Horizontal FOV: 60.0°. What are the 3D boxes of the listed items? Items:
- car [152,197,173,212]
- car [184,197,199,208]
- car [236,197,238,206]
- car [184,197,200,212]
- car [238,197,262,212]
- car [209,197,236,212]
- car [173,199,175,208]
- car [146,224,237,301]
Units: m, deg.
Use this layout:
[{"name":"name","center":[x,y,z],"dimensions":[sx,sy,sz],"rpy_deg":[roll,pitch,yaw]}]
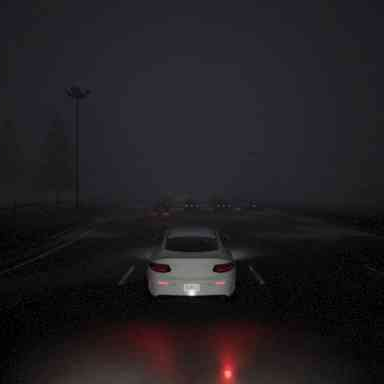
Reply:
[{"name":"car","center":[-3.530,1.521,39.204],"dimensions":[1.812,1.442,4.674],"rpy_deg":[0,0,0]},{"name":"car","center":[-0.037,1.486,49.209],"dimensions":[2.128,1.511,4.902],"rpy_deg":[0,0,0]},{"name":"car","center":[6.963,1.520,49.215],"dimensions":[1.812,1.442,4.674],"rpy_deg":[0,0,0]},{"name":"car","center":[-0.029,1.543,38.790],"dimensions":[2.033,1.411,5.357],"rpy_deg":[0,0,0]},{"name":"car","center":[6.970,1.560,39.212],"dimensions":[1.994,1.385,4.181],"rpy_deg":[0,0,0]},{"name":"car","center":[3.471,1.543,38.793],"dimensions":[2.033,1.411,5.357],"rpy_deg":[0,0,0]},{"name":"car","center":[-3.537,1.486,49.207],"dimensions":[2.128,1.511,4.902],"rpy_deg":[0,0,0]},{"name":"car","center":[-0.006,1.525,8.181],"dimensions":[1.812,1.442,4.674],"rpy_deg":[0,0,0]}]
